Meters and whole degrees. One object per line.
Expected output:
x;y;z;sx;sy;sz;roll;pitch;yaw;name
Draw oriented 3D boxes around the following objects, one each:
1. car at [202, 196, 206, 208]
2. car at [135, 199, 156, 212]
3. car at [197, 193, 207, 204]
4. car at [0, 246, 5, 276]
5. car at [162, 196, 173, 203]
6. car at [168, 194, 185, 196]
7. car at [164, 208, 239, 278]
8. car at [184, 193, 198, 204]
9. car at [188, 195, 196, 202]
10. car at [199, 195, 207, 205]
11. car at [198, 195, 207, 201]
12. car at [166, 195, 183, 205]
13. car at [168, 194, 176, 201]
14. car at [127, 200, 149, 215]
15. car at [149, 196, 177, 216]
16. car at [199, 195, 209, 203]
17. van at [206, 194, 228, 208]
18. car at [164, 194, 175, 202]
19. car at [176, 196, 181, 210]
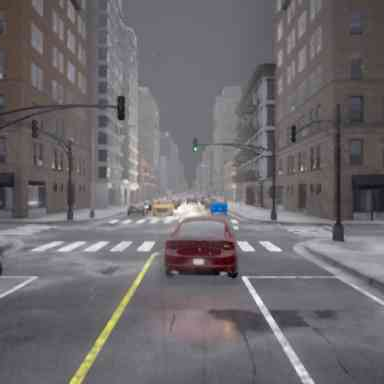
2.642;1.618;44.824;1.802;1.307;4.206;0;0;0;car
-5.384;1.576;39.135;1.887;1.381;4.507;0;0;0;car
2.644;1.357;61.868;2.192;1.841;5.009;0;0;0;car
-5.387;1.556;6.372;2.008;1.369;4.403;0;0;0;car
-5.380;1.609;73.227;1.947;1.339;4.313;0;0;0;car
-2.783;1.533;58.456;2.128;1.511;4.902;0;0;1;car
0.416;1.486;10.243;1.882;1.535;5.008;0;0;6;car
0.007;1.394;63.562;2.097;1.767;4.553;0;0;0;car
0.008;1.463;73.593;1.882;1.535;5.008;0;0;0;car
2.644;1.623;56.187;1.802;1.307;4.206;0;0;0;car
2.646;1.595;84.593;2.008;1.369;4.403;0;0;0;car
-2.779;1.565;51.443;1.812;1.442;4.674;0;0;1;car
-5.378;1.485;90.272;1.967;1.590;4.097;0;0;0;car
-5.384;1.578;33.454;2.008;1.369;4.403;0;0;0;car
-2.828;1.505;33.736;1.882;1.535;5.008;0;0;0;car
2.645;1.483;73.231;1.967;1.590;4.097;0;0;0;car
2.641;1.368;33.462;1.690;1.788;3.998;0;0;0;van
-5.379;1.359;78.908;2.192;1.841;5.009;0;0;0;car
-2.795;1.598;42.686;1.994;1.385;4.181;0;0;0;car
